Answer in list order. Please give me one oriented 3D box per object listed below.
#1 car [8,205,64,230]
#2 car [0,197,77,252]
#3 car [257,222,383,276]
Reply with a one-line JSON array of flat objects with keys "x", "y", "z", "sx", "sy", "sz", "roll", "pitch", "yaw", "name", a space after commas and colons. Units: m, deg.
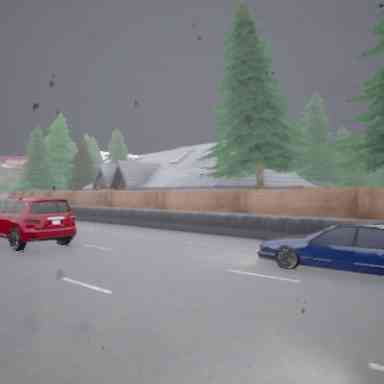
[{"x": -10.548, "y": 1.639, "z": 22.326, "sx": 4.718, "sy": 1.301, "sz": 1.895, "roll": 0, "pitch": 0, "yaw": 44, "name": "car"}, {"x": -7.180, "y": 1.246, "z": 14.418, "sx": 5.566, "sy": 2.045, "sz": 2.150, "roll": 0, "pitch": 0, "yaw": 41, "name": "car"}, {"x": 4.611, "y": 1.573, "z": 9.360, "sx": 5.357, "sy": 1.411, "sz": 2.033, "roll": 0, "pitch": 0, "yaw": 37, "name": "car"}]
